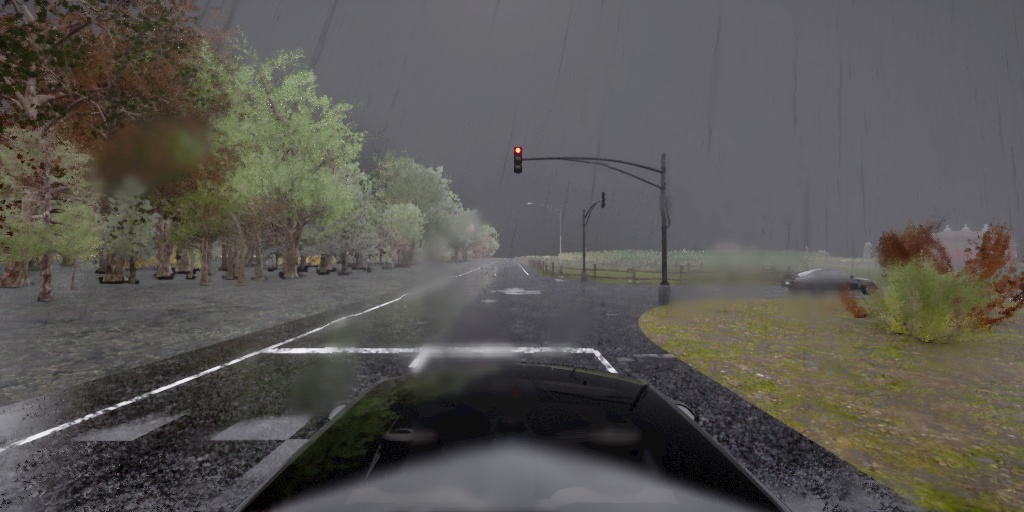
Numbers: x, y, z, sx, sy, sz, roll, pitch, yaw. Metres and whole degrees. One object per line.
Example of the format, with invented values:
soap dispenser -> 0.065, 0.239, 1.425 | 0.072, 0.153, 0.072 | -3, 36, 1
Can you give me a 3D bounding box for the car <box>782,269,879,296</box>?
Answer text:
car -> 18.301, 1.470, 20.740 | 4.674, 1.442, 1.812 | 1, -1, 0
